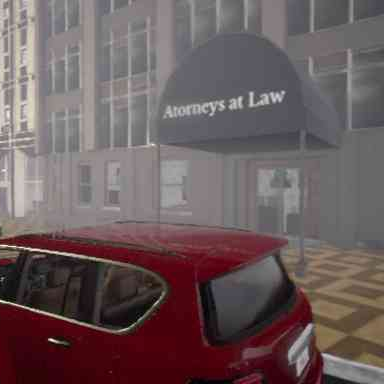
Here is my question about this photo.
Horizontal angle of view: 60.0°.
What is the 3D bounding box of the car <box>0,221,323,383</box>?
[{"bbox_3d":[-1.199,1.279,3.702,5.009,1.841,2.192,0,2,34],"label":"car"}]
